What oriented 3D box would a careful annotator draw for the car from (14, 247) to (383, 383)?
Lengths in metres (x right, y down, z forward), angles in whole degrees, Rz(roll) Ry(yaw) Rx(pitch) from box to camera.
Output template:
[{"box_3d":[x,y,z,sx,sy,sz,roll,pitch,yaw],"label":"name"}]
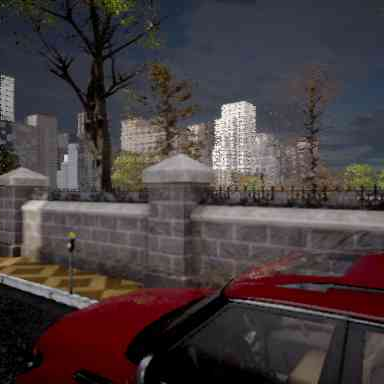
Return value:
[{"box_3d":[0.980,1.315,2.022,5.009,1.841,2.192,0,0,35],"label":"car"}]
